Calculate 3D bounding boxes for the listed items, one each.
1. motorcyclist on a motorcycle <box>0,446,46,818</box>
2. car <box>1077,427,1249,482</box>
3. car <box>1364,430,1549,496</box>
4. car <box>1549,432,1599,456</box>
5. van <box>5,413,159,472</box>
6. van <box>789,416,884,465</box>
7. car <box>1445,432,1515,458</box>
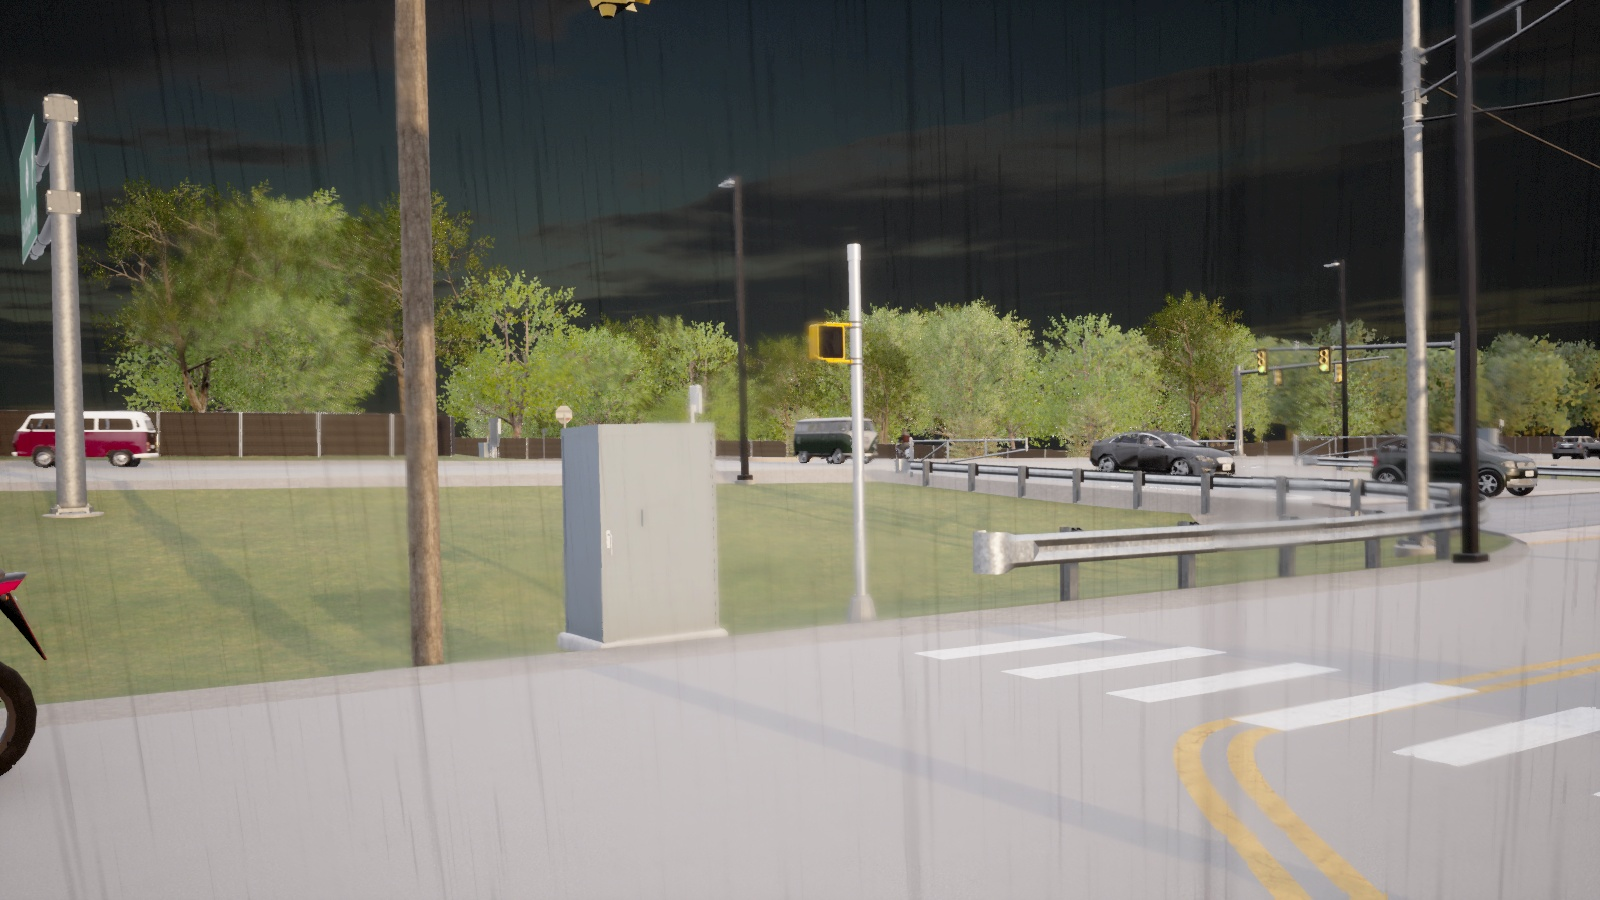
[{"bbox_3d":[-4.218,0.750,4.986,2.044,1.523,0.797,0,0,-35],"label":"motorcyclist on a motorcycle"},{"bbox_3d":[11.233,0.082,39.197,2.128,1.511,4.902,0,2,-34],"label":"car"},{"bbox_3d":[16.436,0.310,31.578,1.789,1.549,3.705,-1,0,-34],"label":"car"},{"bbox_3d":[49.289,-0.385,79.277,3.806,1.475,1.970,0,0,-34],"label":"car"},{"bbox_3d":[-25.870,-0.272,45.429,4.480,2.038,2.069,0,0,-16],"label":"van"},{"bbox_3d":[1.515,-0.396,53.439,1.775,1.987,4.442,0,0,-34],"label":"van"},{"bbox_3d":[39.278,-0.275,72.470,4.193,1.474,1.816,0,0,-34],"label":"car"}]
